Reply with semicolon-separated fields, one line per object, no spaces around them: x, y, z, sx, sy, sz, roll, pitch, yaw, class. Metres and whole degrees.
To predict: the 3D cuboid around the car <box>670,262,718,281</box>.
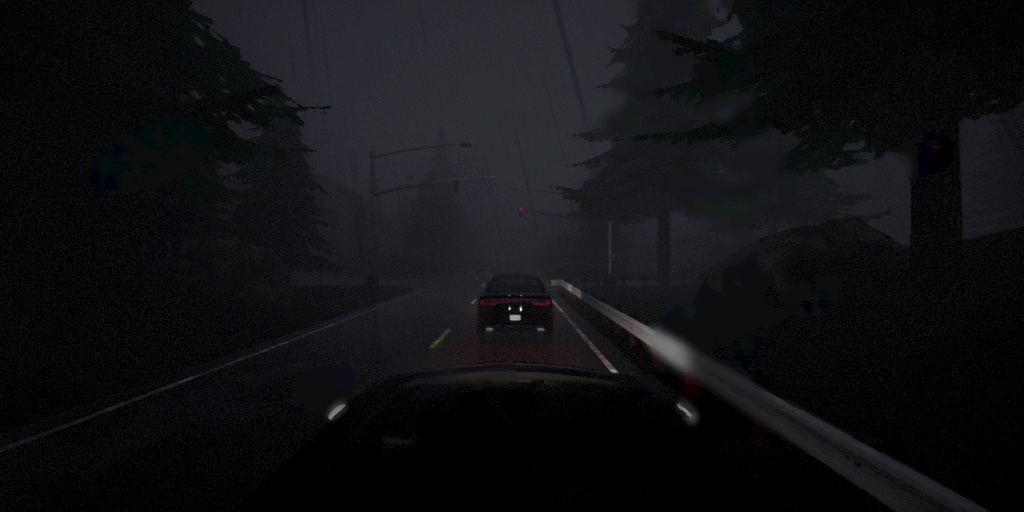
15.235;1.226;29.610;4.902;1.511;2.128;0;0;0;car

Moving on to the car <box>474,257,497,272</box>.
-3.352;1.228;45.124;1.882;1.535;5.008;0;0;0;car

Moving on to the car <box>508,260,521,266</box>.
0.408;1.314;57.813;1.994;1.385;4.181;0;0;0;car

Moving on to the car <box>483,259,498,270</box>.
-3.294;1.228;55.446;1.882;1.535;5.008;0;0;1;car

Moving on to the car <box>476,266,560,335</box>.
0.103;1.228;10.494;1.882;1.535;5.008;0;0;1;car

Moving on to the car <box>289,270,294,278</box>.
-19.141;0.952;26.333;5.566;2.045;2.150;1;0;1;car

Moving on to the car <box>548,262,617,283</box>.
5.052;1.217;26.019;5.008;1.535;1.882;0;0;1;car
